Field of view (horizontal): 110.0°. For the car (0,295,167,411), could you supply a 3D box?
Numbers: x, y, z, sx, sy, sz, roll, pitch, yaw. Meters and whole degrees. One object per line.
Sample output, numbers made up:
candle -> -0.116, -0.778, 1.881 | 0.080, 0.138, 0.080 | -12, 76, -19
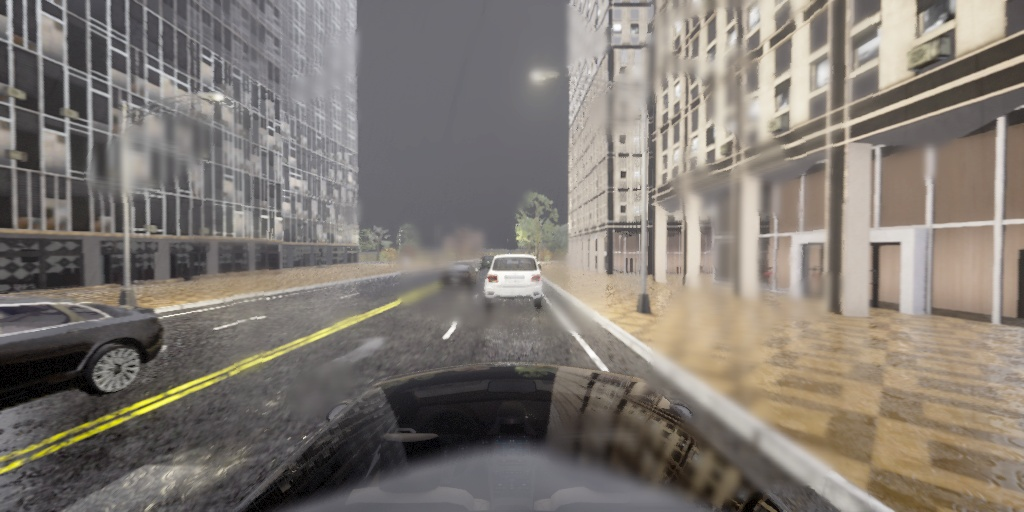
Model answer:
car -> -6.600, 1.240, 3.790 | 2.128, 1.511, 4.902 | 0, 0, 0

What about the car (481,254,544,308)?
car -> 0.100, 0.963, 15.183 | 2.150, 2.045, 5.566 | 0, 0, 0

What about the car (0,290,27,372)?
car -> -9.849, 1.312, 4.448 | 1.994, 1.385, 4.181 | 0, 0, 0

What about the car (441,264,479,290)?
car -> -3.151, 1.215, 22.435 | 1.882, 1.535, 5.008 | 0, 0, 0

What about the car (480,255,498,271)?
car -> -3.152, 0.930, 50.429 | 2.150, 2.045, 5.566 | 0, 0, 0
